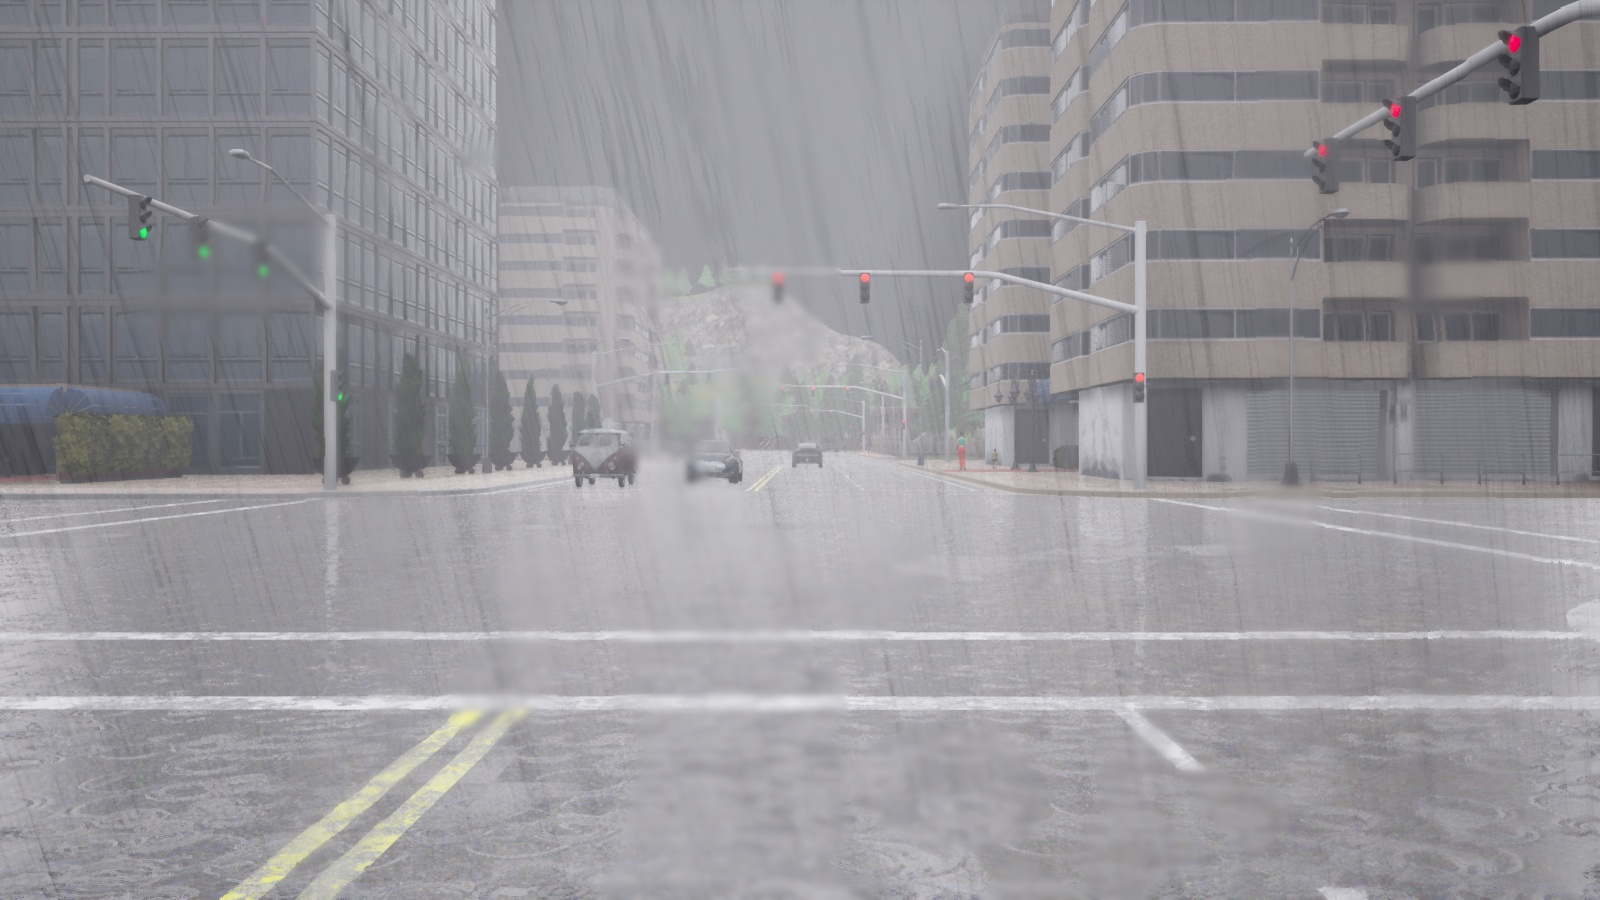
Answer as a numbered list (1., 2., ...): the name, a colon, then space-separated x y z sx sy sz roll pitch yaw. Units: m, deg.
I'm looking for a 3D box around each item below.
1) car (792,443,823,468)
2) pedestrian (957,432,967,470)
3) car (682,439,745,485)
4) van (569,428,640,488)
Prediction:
1. car: 0.453 0.319 76.675 1.837 1.490 4.892 0 0 0
2. pedestrian: 7.690 0.044 59.724 0.345 1.836 0.594 0 0 -5
3. car: -3.212 0.405 47.640 2.033 1.649 4.856 0 0 0
4. van: -6.735 0.247 43.655 1.775 1.987 4.442 0 0 0
